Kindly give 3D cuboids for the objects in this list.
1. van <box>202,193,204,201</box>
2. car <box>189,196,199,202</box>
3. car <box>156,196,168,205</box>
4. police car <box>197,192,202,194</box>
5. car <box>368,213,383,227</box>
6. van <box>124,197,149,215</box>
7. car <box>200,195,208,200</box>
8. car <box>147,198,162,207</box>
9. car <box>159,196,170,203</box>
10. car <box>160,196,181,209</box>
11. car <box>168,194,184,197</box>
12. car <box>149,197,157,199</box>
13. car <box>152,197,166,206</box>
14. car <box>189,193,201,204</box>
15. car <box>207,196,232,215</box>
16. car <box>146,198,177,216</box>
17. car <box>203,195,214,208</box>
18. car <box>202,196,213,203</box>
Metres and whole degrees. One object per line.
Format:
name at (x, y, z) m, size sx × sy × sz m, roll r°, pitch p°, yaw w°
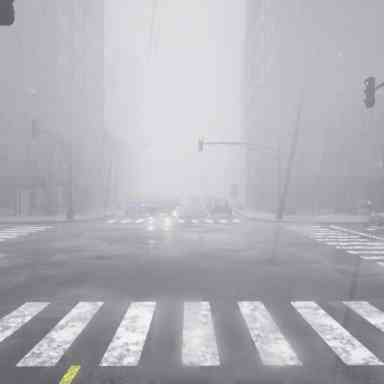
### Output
van at (2.962, 1.343, 55.997) m, size 1.690 × 1.788 × 3.998 m, roll 0°, pitch 0°, yaw 0°
car at (0.397, 1.537, 74.170) m, size 2.033 × 1.411 × 5.357 m, roll 0°, pitch 0°, yaw 0°
car at (-5.534, 1.526, 61.534) m, size 1.752 × 1.417 × 4.829 m, roll 0°, pitch 0°, yaw 0°
police car at (2.786, 1.419, 79.426) m, size 1.930 × 1.638 × 5.238 m, roll 0°, pitch 0°, yaw 0°
car at (13.643, 1.614, 20.648) m, size 4.718 × 1.301 × 1.895 m, roll 0°, pitch 0°, yaw 0°
van at (-5.685, 1.342, 33.363) m, size 1.690 × 1.788 × 3.998 m, roll 0°, pitch 0°, yaw 0°
car at (3.144, 1.556, 90.012) m, size 1.947 × 1.339 × 4.313 m, roll 0°, pitch 0°, yaw 0°
car at (-5.594, 1.584, 50.368) m, size 1.802 × 1.307 × 4.206 m, roll 0°, pitch 0°, yaw 0°
car at (-5.503, 1.565, 67.373) m, size 1.947 × 1.339 × 4.313 m, roll 0°, pitch 0°, yaw 0°
car at (-2.873, 1.603, 43.120) m, size 1.895 × 1.301 × 4.718 m, roll 0°, pitch 0°, yaw 1°
car at (-2.808, 1.549, 53.810) m, size 2.033 × 1.411 × 5.357 m, roll 0°, pitch 0°, yaw 1°
car at (-5.654, 1.442, 39.032) m, size 1.967 × 1.590 × 4.097 m, roll 0°, pitch 0°, yaw 0°
car at (-5.564, 1.567, 56.037) m, size 1.947 × 1.339 × 4.313 m, roll 0°, pitch 0°, yaw 0°
car at (0.437, 1.505, 63.852) m, size 1.837 × 1.490 × 4.892 m, roll 0°, pitch 0°, yaw 0°
car at (2.841, 1.441, 33.320) m, size 1.967 × 1.590 × 4.097 m, roll 0°, pitch 0°, yaw 0°
car at (-2.927, 1.602, 33.136) m, size 1.895 × 1.301 × 4.718 m, roll 0°, pitch 0°, yaw 3°
car at (2.902, 1.442, 44.658) m, size 1.967 × 1.590 × 4.097 m, roll 0°, pitch 0°, yaw 0°
car at (3.023, 1.550, 67.335) m, size 2.008 × 1.369 × 4.403 m, roll 0°, pitch 0°, yaw 0°
